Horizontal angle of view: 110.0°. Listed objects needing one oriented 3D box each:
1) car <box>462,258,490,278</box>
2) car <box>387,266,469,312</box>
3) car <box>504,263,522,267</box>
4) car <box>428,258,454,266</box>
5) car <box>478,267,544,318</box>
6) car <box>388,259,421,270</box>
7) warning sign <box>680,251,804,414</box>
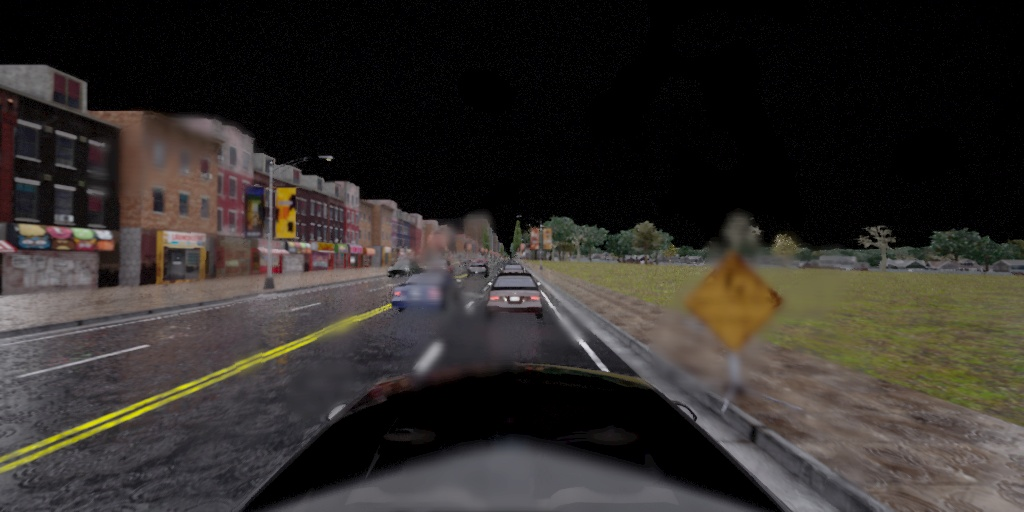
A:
[{"bbox_3d":[-3.158,1.262,34.493,2.128,1.511,4.902,0,0,0],"label":"car"},{"bbox_3d":[-3.158,1.301,14.293,2.033,1.411,5.357,0,0,0],"label":"car"},{"bbox_3d":[0.092,1.312,29.242,2.033,1.411,5.357,0,0,0],"label":"car"},{"bbox_3d":[-6.603,1.121,33.144,2.097,1.767,4.553,0,0,0],"label":"car"},{"bbox_3d":[0.089,1.300,12.977,2.033,1.411,5.357,0,0,0],"label":"car"},{"bbox_3d":[-9.853,1.121,33.116,2.097,1.767,4.553,0,0,0],"label":"car"},{"bbox_3d":[2.849,0.866,4.585,1.300,1.860,1.060,0,0,0],"label":"warning sign"}]
